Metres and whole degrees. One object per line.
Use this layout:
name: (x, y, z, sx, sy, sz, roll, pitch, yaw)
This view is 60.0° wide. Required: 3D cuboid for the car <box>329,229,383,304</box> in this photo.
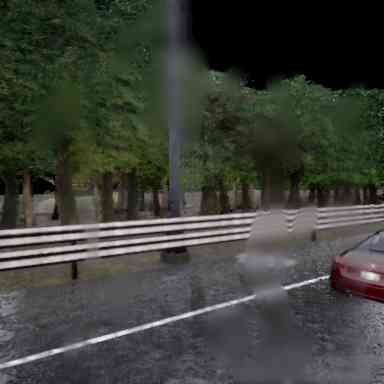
car: (4.859, 1.462, 7.157, 4.181, 1.385, 1.994, -1, 1, -35)
